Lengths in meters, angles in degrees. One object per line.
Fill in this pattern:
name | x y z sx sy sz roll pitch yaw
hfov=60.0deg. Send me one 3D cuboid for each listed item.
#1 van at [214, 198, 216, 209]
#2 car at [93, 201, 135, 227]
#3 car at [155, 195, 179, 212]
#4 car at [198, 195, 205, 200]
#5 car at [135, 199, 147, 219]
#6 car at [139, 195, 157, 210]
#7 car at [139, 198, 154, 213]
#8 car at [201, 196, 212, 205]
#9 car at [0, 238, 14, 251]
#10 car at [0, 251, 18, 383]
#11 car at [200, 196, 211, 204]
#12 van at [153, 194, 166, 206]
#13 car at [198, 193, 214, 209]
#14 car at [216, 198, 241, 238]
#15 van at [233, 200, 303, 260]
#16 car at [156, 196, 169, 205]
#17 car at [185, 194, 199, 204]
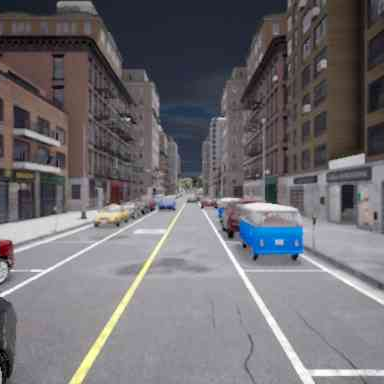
van | 2.684 1.333 22.925 1.690 1.788 3.998 0 0 0
car | -5.395 1.517 22.756 1.752 1.417 4.829 0 0 0
car | -2.835 1.463 38.905 1.882 1.535 5.008 0 0 0
car | 2.656 1.518 93.050 2.008 1.369 4.403 0 0 0
car | -5.392 1.540 28.331 2.008 1.369 4.403 0 0 0
car | -5.387 1.301 39.143 2.192 1.841 5.009 0 0 0
car | -5.390 1.554 33.737 1.947 1.339 4.313 0 0 0
car | 2.657 1.503 60.938 1.752 1.417 4.829 0 0 0
car | -5.402 1.543 6.706 1.887 1.381 4.507 0 0 0
car | -2.840 1.506 1.753 1.837 1.490 4.892 0 0 0
car | 2.653 1.527 66.174 2.008 1.369 4.403 0 0 0
van | -5.380 1.321 55.362 1.690 1.788 3.998 0 0 0
car | 2.272 1.336 45.407 2.097 1.767 4.553 0 0 0
car | 2.688 1.309 17.519 2.192 1.841 5.009 0 0 0
van | 2.692 1.337 12.112 1.690 1.788 3.998 0 0 0
car | -5.377 1.529 60.768 2.008 1.369 4.403 0 0 0
car | 0.016 1.540 65.570 1.994 1.385 4.181 0 0 0
